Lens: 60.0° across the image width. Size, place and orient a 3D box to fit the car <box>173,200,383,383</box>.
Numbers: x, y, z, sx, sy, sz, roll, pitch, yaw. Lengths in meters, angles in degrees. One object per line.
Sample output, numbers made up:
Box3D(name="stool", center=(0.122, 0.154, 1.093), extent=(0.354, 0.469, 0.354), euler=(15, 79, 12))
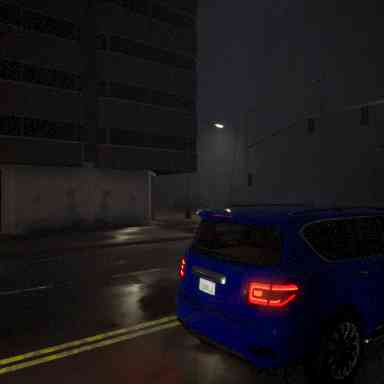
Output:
Box3D(name="car", center=(2.380, 1.221, 5.507), extent=(5.566, 2.045, 2.150), euler=(0, 0, -35))

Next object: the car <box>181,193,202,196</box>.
Box3D(name="car", center=(0.295, 1.221, 46.735), extent=(2.150, 2.045, 5.566), euler=(0, 0, -35))

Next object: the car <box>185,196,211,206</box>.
Box3D(name="car", center=(1.058, 1.478, 57.856), extent=(1.882, 1.535, 5.008), euler=(0, 0, -36))

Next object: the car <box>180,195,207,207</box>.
Box3D(name="car", center=(0.216, 1.352, 53.067), extent=(2.097, 1.767, 4.553), euler=(0, 0, -36))

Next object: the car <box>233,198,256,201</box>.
Box3D(name="car", center=(5.405, 1.491, 33.789), extent=(2.128, 1.511, 4.902), euler=(0, 0, -36))

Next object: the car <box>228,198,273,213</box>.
Box3D(name="car", center=(6.610, 1.491, 38.073), extent=(2.128, 1.511, 4.902), euler=(0, 0, -36))

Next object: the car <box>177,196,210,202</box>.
Box3D(name="car", center=(-0.346, 1.547, 41.665), extent=(2.033, 1.411, 5.357), euler=(0, 0, -36))

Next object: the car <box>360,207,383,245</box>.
Box3D(name="car", center=(10.077, 1.477, 15.515), extent=(5.008, 1.535, 1.882), euler=(0, 0, -36))

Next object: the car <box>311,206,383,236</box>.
Box3D(name="car", center=(8.928, 1.564, 18.998), extent=(4.181, 1.385, 1.994), euler=(0, 0, -36))
